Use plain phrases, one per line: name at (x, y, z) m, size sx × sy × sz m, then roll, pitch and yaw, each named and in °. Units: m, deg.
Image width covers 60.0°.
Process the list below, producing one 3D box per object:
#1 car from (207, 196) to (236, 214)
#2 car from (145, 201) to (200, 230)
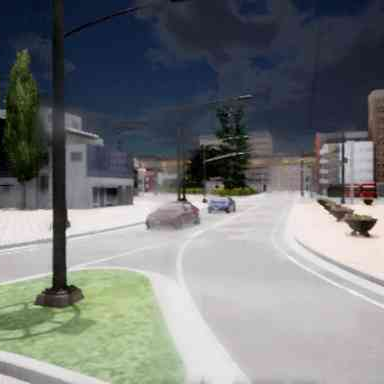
car at (2.740, 1.107, 30.002) m, size 1.812 × 1.442 × 4.674 m, roll 0°, pitch 1°, yaw 18°
car at (-0.945, 1.262, 19.106) m, size 1.812 × 1.442 × 4.674 m, roll 0°, pitch 1°, yaw 21°
